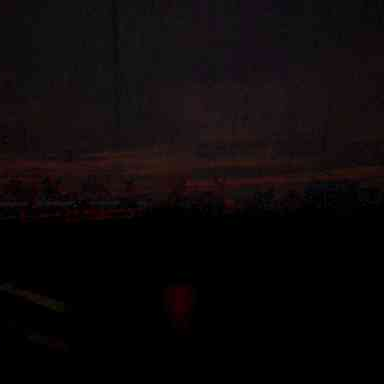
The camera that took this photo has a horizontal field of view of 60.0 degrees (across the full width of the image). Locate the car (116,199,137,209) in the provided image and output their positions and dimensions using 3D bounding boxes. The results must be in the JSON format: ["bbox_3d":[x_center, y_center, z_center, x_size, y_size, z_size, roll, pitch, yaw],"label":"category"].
[{"bbox_3d":[-12.882,2.357,66.178,2.150,2.045,5.566,-1,-1,18],"label":"car"}]

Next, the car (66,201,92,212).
[{"bbox_3d":[-17.483,2.211,51.317,2.097,1.767,4.553,-1,-1,16],"label":"car"}]
